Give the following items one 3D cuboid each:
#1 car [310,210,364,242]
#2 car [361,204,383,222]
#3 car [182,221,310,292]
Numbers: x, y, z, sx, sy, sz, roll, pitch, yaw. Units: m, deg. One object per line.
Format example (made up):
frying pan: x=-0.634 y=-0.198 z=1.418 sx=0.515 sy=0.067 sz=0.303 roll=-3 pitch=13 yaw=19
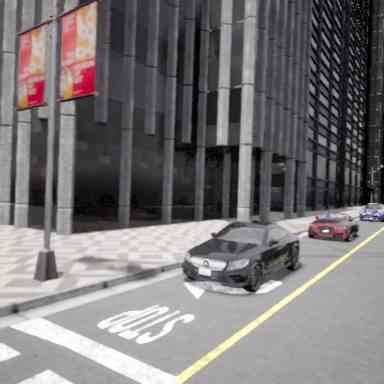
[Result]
car: x=7.829 y=1.812 z=18.254 sx=1.994 sy=1.385 sz=4.181 roll=2 pitch=0 yaw=35
car: x=17.950 y=1.938 z=32.792 sx=2.097 sy=1.767 sz=4.553 roll=2 pitch=0 yaw=35
car: x=1.625 y=1.567 z=9.331 sx=1.812 sy=1.442 sz=4.674 roll=2 pitch=0 yaw=35
